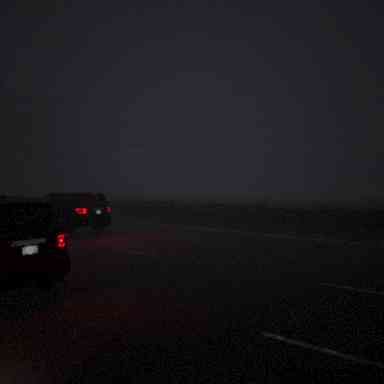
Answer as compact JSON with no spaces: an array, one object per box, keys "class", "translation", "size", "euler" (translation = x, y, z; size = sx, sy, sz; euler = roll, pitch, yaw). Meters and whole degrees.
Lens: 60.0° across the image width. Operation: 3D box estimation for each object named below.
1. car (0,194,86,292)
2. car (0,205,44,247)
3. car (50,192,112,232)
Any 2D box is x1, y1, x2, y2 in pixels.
[{"class":"car","translation":[-5.152,1.111,7.669],"size":[5.566,2.045,2.150],"euler":[1,1,35]},{"class":"car","translation":[-8.491,1.365,14.350],"size":[4.181,1.385,1.994],"euler":[1,0,36]},{"class":"car","translation":[-6.605,1.018,17.306],"size":[5.566,2.045,2.150],"euler":[0,0,35]}]
